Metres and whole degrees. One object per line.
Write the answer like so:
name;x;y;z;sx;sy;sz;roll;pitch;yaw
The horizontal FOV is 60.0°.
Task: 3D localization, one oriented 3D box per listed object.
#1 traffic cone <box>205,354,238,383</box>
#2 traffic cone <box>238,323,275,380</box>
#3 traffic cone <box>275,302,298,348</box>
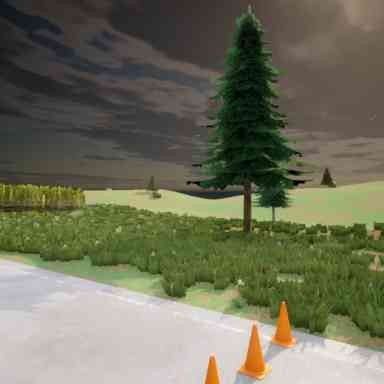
traffic cone;0.209;1.955;3.385;0.340;0.580;0.340;0;0;36
traffic cone;0.793;1.955;4.196;0.340;0.580;0.340;0;0;36
traffic cone;1.378;1.955;5.007;0.340;0.580;0.340;0;0;36
